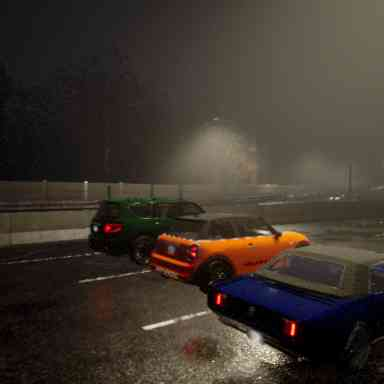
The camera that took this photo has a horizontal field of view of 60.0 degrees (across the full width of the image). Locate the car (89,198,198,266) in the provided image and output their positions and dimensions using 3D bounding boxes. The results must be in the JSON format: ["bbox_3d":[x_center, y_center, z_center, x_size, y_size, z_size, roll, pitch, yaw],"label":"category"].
[{"bbox_3d":[-0.774,1.221,11.796,5.566,2.045,2.150,0,0,-36],"label":"car"}]

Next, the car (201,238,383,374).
[{"bbox_3d":[2.640,1.601,5.635,4.718,1.301,1.895,0,0,-36],"label":"car"}]

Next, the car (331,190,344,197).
[{"bbox_3d":[36.875,0.692,85.025,1.895,1.301,4.718,0,1,32],"label":"car"}]

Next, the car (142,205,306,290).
[{"bbox_3d":[1.251,1.352,8.941,4.553,1.767,2.097,0,0,-36],"label":"car"}]
